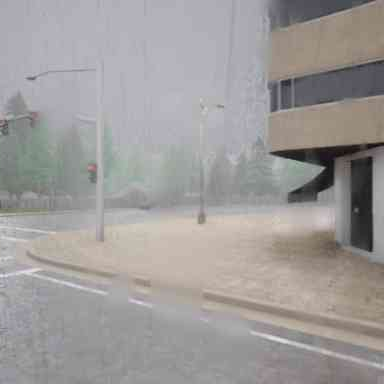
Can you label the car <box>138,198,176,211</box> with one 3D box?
[{"bbox_3d":[-4.235,1.527,40.741,4.892,1.490,1.837,0,-1,-39],"label":"car"}]
